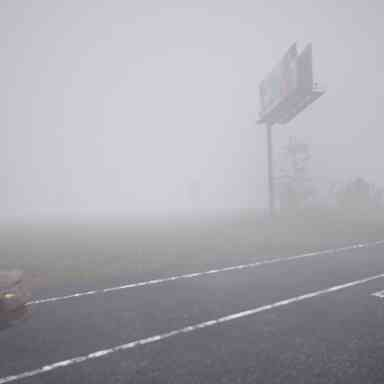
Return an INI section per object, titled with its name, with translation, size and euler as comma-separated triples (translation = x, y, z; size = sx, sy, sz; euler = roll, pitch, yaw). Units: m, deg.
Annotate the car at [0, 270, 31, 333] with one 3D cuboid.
[car]
translation = -4.925, 1.802, 4.811
size = 4.674, 1.442, 1.812
euler = -1, -2, -33
